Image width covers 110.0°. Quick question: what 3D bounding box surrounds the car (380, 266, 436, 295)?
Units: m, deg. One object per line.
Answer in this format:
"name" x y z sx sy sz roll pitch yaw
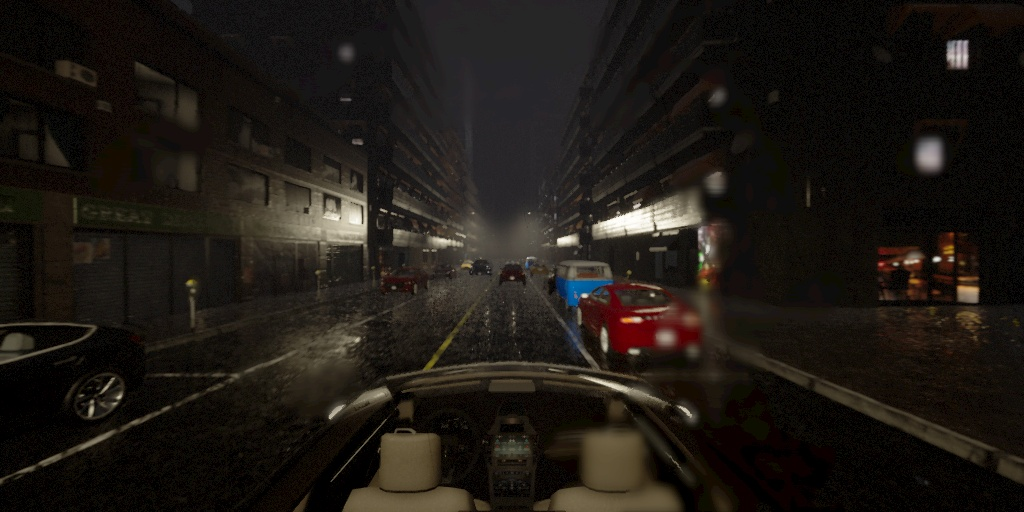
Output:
"car" -5.692 1.281 19.540 1.888 1.381 4.507 0 0 0

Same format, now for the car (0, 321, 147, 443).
"car" -5.692 1.315 2.970 1.948 1.339 4.313 0 0 0

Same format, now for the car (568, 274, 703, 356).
"car" 2.689 1.290 8.481 1.888 1.381 4.507 0 0 0

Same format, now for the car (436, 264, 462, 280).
"car" -5.692 1.310 30.587 1.802 1.307 4.207 0 0 0

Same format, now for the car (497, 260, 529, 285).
"car" 0.042 1.257 25.686 1.812 1.442 4.674 0 0 1

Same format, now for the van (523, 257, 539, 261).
"van" 2.689 1.061 47.145 1.690 1.789 3.998 0 0 0

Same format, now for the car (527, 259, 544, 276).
"car" 2.689 1.251 36.267 1.751 1.417 4.829 0 0 0

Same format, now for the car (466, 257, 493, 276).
"car" -3.026 1.076 35.989 2.097 1.767 4.553 0 0 0

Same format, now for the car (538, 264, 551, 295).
"car" 2.689 1.302 19.528 1.948 1.339 4.313 0 0 0

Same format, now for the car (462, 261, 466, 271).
"car" -5.692 1.245 46.988 1.751 1.417 4.829 0 0 0

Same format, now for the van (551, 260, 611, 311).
"van" 2.689 1.081 14.004 1.690 1.789 3.998 0 0 0
